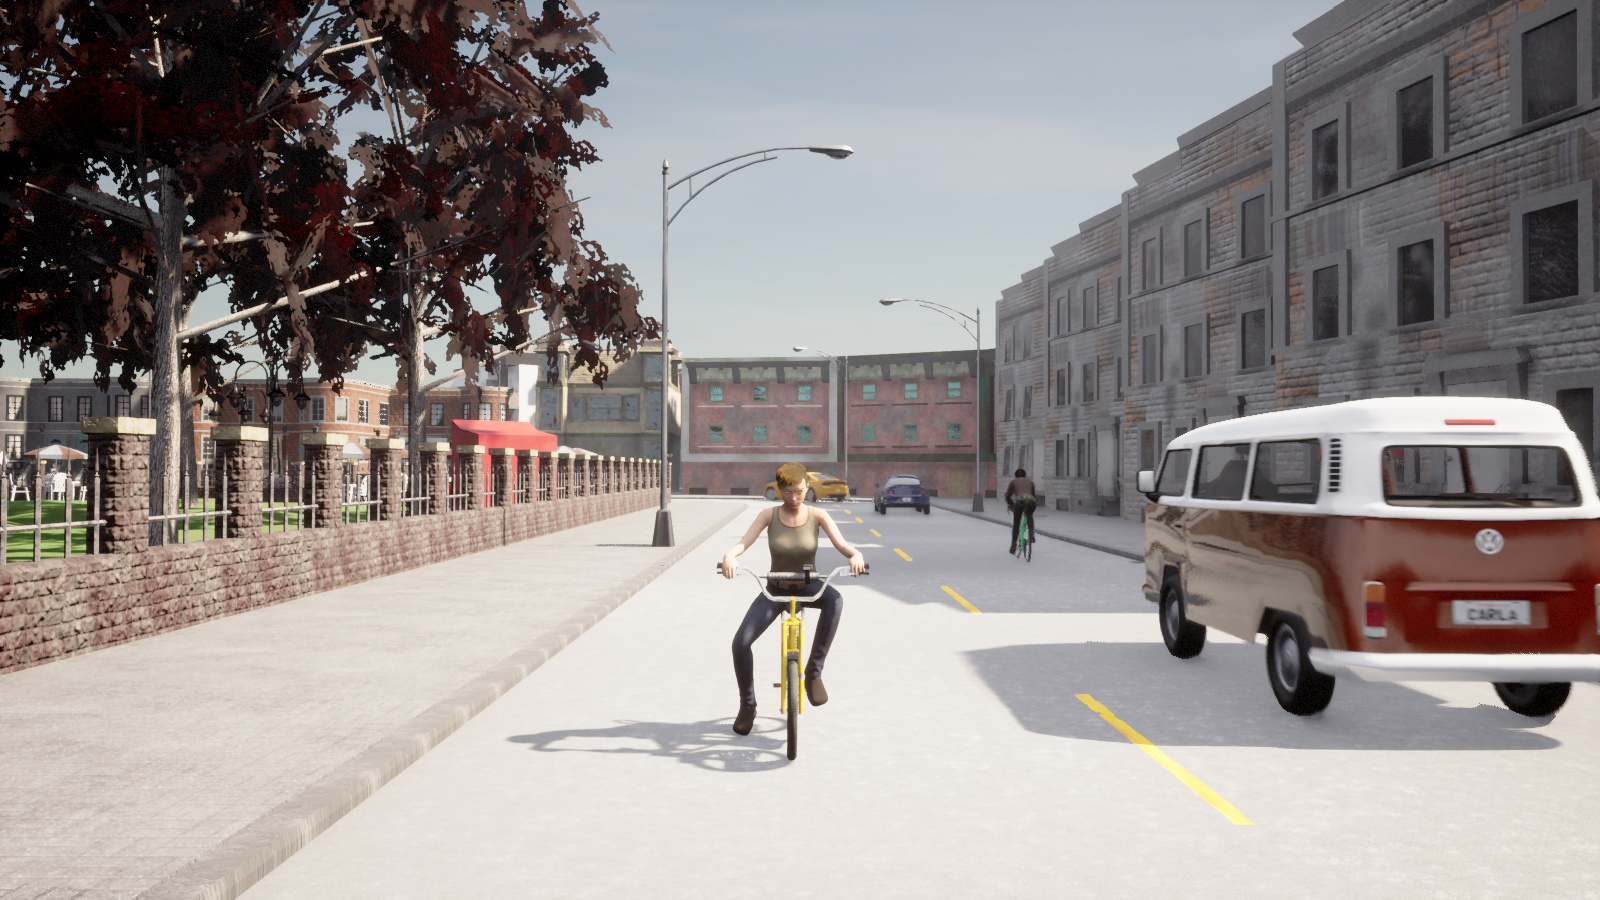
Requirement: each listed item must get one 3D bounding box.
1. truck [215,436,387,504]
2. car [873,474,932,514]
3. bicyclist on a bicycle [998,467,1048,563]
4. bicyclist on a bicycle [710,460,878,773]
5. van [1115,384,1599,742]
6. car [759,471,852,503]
[{"bbox_3d":[-26.305,1.051,66.468,7.936,3.462,2.891,0,-1,0],"label":"truck"},{"bbox_3d":[3.822,1.618,47.309,1.812,1.442,4.674,0,-1,0],"label":"car"},{"bbox_3d":[3.924,1.123,22.188,0.582,1.620,1.656,0,-1,0],"label":"bicyclist on a bicycle"},{"bbox_3d":[-0.034,0.873,7.262,0.866,1.612,1.509,0,-1,0],"label":"bicyclist on a bicycle"},{"bbox_3d":[3.972,0.680,9.413,2.069,2.038,4.480,0,-1,0],"label":"van"},{"bbox_3d":[0.236,1.859,63.663,1.882,1.535,5.008,1,-2,-41],"label":"car"}]
